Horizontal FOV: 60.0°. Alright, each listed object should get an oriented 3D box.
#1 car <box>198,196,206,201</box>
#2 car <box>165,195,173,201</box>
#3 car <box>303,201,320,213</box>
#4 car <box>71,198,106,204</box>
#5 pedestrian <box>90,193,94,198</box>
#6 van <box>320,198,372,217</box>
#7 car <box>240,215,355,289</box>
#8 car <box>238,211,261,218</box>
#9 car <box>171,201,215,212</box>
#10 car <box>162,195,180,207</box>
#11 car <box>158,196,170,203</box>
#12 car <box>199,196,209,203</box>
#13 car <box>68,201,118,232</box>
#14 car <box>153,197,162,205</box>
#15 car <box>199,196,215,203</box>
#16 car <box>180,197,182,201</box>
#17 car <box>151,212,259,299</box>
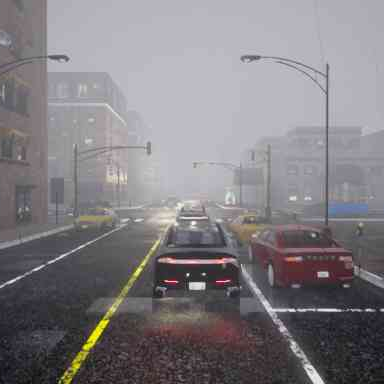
[{"bbox_3d":[2.491,1.629,87.049,2.008,1.369,4.403,-1,0,0],"label":"car"},{"bbox_3d":[-5.890,1.603,86.848,1.752,1.417,4.829,0,0,0],"label":"car"},{"bbox_3d":[14.582,1.599,36.979,4.181,1.385,1.994,0,0,-1],"label":"car"},{"bbox_3d":[-11.309,1.471,37.046,4.902,1.511,2.128,0,1,-10],"label":"car"},{"bbox_3d":[-12.725,1.083,42.248,0.375,1.860,0.375,0,0,-1],"label":"pedestrian"},{"bbox_3d":[14.589,1.415,31.190,3.998,1.788,1.690,0,0,-1],"label":"van"},{"bbox_3d":[2.665,1.545,9.003,1.887,1.381,4.507,0,0,0],"label":"car"},{"bbox_3d":[2.652,1.527,14.870,1.752,1.417,4.829,0,0,0],"label":"car"},{"bbox_3d":[0.060,1.494,18.828,2.128,1.511,4.902,0,0,0],"label":"car"},{"bbox_3d":[-3.209,1.551,51.872,1.812,1.442,4.674,0,0,0],"label":"car"},{"bbox_3d":[-5.851,1.600,69.928,2.008,1.369,4.403,0,0,0],"label":"car"},{"bbox_3d":[2.529,1.600,69.959,2.008,1.369,4.403,0,0,0],"label":"car"},{"bbox_3d":[-5.741,1.529,20.213,1.752,1.417,4.829,0,0,0],"label":"car"},{"bbox_3d":[-5.826,1.584,58.535,2.008,1.369,4.403,0,0,0],"label":"car"},{"bbox_3d":[2.566,1.466,52.869,1.967,1.590,4.097,0,0,0],"label":"car"},{"bbox_3d":[-3.154,1.541,69.284,2.128,1.511,4.902,0,0,0],"label":"car"},{"bbox_3d":[0.084,1.491,8.459,2.128,1.511,4.902,0,0,0],"label":"car"}]
